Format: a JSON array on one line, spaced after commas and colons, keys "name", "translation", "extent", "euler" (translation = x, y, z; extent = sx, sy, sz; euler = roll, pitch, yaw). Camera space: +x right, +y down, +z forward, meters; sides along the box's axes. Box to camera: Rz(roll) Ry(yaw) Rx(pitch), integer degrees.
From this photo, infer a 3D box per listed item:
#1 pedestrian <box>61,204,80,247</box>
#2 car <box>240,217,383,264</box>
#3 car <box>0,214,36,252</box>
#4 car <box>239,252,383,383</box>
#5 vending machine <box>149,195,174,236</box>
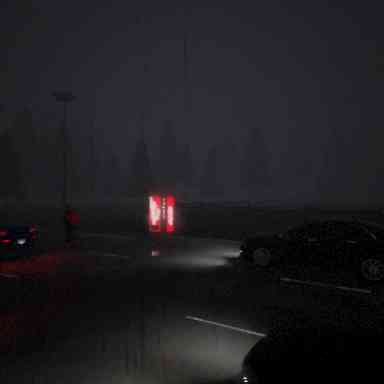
[{"name": "pedestrian", "translation": [-5.028, 1.294, 13.746], "extent": [0.375, 1.860, 0.375], "euler": [0, 0, 28]}, {"name": "car", "translation": [3.758, 1.502, 9.622], "extent": [4.892, 1.490, 1.837], "euler": [-1, -1, 34]}, {"name": "car", "translation": [-7.866, 1.526, 12.445], "extent": [4.674, 1.442, 1.812], "euler": [0, 0, 28]}, {"name": "car", "translation": [2.618, 1.503, 1.976], "extent": [4.892, 1.490, 1.837], "euler": [0, -1, 36]}, {"name": "vending machine", "translation": [-1.610, 1.195, 17.772], "extent": [0.880, 2.100, 1.100], "euler": [0, 0, 29]}]
